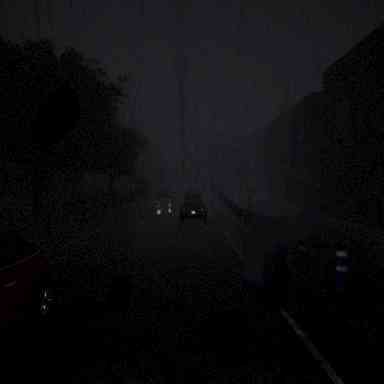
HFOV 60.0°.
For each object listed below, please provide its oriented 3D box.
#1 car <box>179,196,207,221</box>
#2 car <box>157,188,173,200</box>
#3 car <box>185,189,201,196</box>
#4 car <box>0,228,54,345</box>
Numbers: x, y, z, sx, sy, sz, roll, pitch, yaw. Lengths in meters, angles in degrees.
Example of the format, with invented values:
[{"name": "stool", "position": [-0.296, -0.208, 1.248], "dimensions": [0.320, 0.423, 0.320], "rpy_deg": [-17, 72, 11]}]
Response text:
[{"name": "car", "position": [0.098, 1.278, 24.543], "dimensions": [1.994, 1.385, 4.181], "rpy_deg": [0, 2, 0]}, {"name": "car", "position": [-3.592, 0.226, 44.456], "dimensions": [1.895, 1.301, 4.718], "rpy_deg": [0, 4, 0]}, {"name": "car", "position": [0.097, 0.299, 41.453], "dimensions": [1.882, 1.535, 5.008], "rpy_deg": [0, 4, 0]}, {"name": "car", "position": [-3.600, 1.380, 4.242], "dimensions": [2.097, 1.767, 4.553], "rpy_deg": [0, 0, 0]}]
